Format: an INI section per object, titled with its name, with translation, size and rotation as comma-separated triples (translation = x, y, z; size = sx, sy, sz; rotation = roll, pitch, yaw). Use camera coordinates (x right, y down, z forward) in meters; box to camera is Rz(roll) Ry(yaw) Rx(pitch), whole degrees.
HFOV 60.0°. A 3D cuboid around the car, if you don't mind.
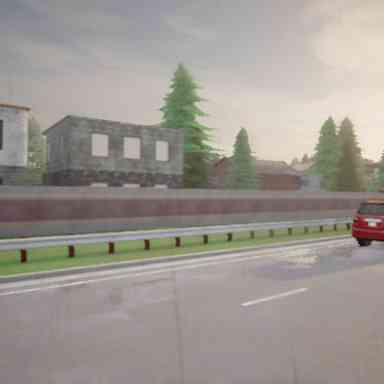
[car]
translation = 9.304, 1.393, 14.682
size = 5.566, 2.045, 2.150
rotation = 1, 0, -35
